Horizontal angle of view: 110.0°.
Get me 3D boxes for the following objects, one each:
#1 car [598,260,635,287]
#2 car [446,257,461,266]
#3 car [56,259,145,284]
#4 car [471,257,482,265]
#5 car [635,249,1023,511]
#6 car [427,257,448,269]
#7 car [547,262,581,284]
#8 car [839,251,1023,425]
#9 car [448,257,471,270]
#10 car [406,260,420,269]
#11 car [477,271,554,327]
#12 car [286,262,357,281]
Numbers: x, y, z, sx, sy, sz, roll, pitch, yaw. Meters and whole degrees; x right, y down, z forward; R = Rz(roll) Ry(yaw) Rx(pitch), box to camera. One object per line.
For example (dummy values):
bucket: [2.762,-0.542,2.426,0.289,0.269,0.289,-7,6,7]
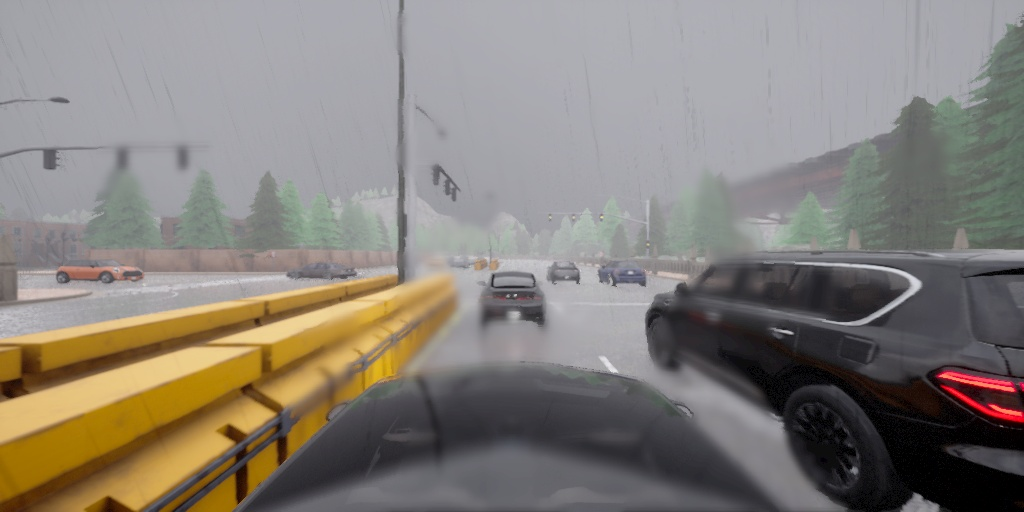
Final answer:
car: [7.112,1.017,23.634,2.097,1.767,4.553,0,0,0]
car: [-10.489,1.013,64.516,1.837,1.490,4.892,0,0,1]
car: [-29.134,1.011,25.498,4.553,1.767,2.097,0,0,0]
car: [-6.992,1.112,63.729,1.895,1.301,4.718,0,0,1]
car: [3.603,0.960,4.464,2.150,2.045,5.566,0,0,0]
car: [-10.547,1.041,50.394,1.882,1.535,5.008,0,1,0]
car: [3.614,1.150,25.526,2.128,1.511,4.902,0,0,0]
car: [7.103,0.963,3.813,2.150,2.045,5.566,0,0,0]
car: [-7.051,1.094,48.769,1.812,1.442,4.674,0,0,0]
car: [-14.051,1.168,49.098,1.895,1.301,4.718,0,0,0]
car: [-0.022,1.219,11.343,1.837,1.490,4.892,0,0,-2]
car: [-15.111,1.194,28.494,5.357,1.411,2.033,0,0,13]
